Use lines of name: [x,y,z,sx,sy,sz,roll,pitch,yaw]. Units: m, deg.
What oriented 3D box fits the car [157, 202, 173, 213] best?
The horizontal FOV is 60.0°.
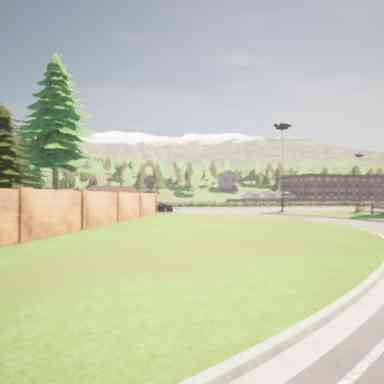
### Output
car: [-5.141,2.136,46.633,5.008,1.535,1.882,0,-1,7]
